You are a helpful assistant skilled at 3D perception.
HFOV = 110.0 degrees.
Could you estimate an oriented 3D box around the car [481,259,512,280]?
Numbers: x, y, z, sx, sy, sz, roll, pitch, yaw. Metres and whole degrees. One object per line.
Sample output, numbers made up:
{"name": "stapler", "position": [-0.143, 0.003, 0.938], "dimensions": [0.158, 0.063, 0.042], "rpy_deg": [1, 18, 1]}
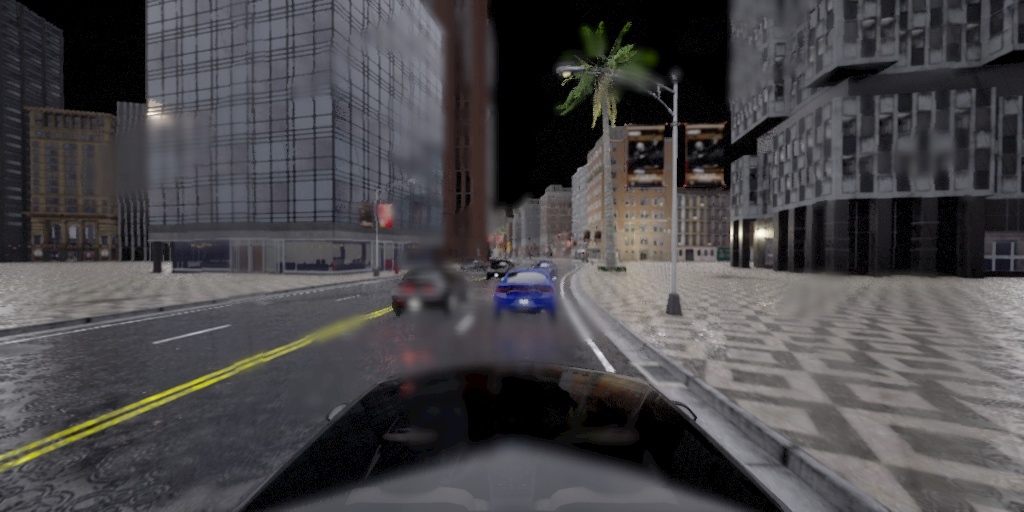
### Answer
{"name": "car", "position": [-0.698, 1.104, 28.359], "dimensions": [1.837, 1.490, 4.892], "rpy_deg": [0, 1, 10]}

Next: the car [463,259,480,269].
{"name": "car", "position": [-4.511, 1.024, 42.753], "dimensions": [1.812, 1.442, 4.674], "rpy_deg": [0, 0, 13]}

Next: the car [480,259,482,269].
{"name": "car", "position": [-1.744, 1.049, 40.328], "dimensions": [1.812, 1.442, 4.674], "rpy_deg": [0, 0, 13]}

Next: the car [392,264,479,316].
{"name": "car", "position": [-2.645, 1.182, 12.879], "dimensions": [1.837, 1.490, 4.892], "rpy_deg": [0, 0, 5]}

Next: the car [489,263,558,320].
{"name": "car", "position": [0.581, 1.169, 12.561], "dimensions": [1.882, 1.535, 5.008], "rpy_deg": [0, 0, 5]}

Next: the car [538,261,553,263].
{"name": "car", "position": [2.685, 1.132, 28.815], "dimensions": [1.812, 1.442, 4.674], "rpy_deg": [0, 0, 10]}
